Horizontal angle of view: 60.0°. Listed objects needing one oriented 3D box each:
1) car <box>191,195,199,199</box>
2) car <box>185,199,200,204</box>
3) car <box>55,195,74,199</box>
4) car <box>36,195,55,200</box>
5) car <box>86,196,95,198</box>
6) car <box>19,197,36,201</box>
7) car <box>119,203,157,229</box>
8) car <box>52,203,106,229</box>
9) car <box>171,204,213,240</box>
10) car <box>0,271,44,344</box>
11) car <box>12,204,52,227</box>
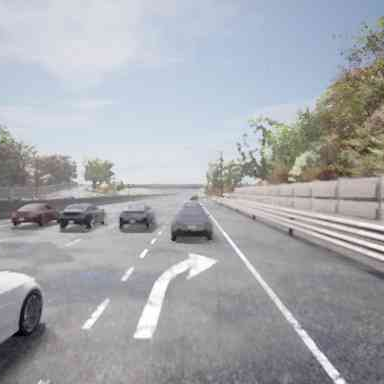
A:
[{"bbox_3d":[0.918,1.602,90.126,1.837,1.490,4.892,0,0,8],"label":"car"},{"bbox_3d":[-0.004,1.551,27.462,1.994,1.385,4.181,0,0,0],"label":"car"},{"bbox_3d":[-24.508,1.516,65.270,1.837,1.490,4.892,0,0,0],"label":"car"},{"bbox_3d":[-28.008,1.371,65.300,2.097,1.767,4.553,0,0,0],"label":"car"},{"bbox_3d":[-21.008,1.538,69.391,1.994,1.385,4.181,0,0,0],"label":"car"},{"bbox_3d":[-31.508,1.627,64.295,1.895,1.301,4.718,0,0,0],"label":"car"},{"bbox_3d":[-3.400,1.478,21.365,2.128,1.511,4.902,0,0,0],"label":"car"},{"bbox_3d":[-6.903,1.491,21.427,1.837,1.490,4.892,0,0,0],"label":"car"},{"bbox_3d":[-0.003,1.551,17.069,1.994,1.385,4.181,0,0,0],"label":"car"},{"bbox_3d":[-3.401,1.522,3.667,1.812,1.442,4.674,0,0,0],"label":"car"},{"bbox_3d":[-10.404,1.512,22.604,1.812,1.442,4.674,0,0,0],"label":"car"}]
